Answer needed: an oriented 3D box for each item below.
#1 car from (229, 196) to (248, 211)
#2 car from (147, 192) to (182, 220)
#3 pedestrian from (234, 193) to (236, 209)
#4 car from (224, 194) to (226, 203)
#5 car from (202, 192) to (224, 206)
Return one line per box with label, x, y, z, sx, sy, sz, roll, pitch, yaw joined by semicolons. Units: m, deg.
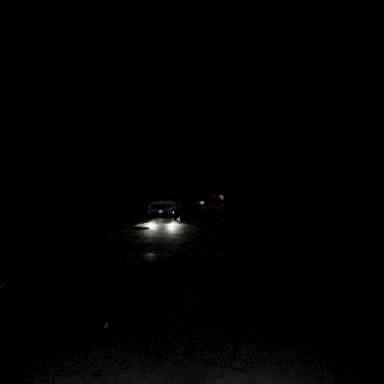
car;5.118;1.173;36.657;1.970;1.475;3.806;0;0;6
car;-2.066;1.022;26.700;2.150;2.045;5.566;0;0;4
pedestrian;5.062;1.031;39.035;0.375;1.860;0.375;-1;1;-9
car;5.012;0.960;61.150;2.150;2.045;5.566;0;0;9
car;3.071;1.084;48.311;2.097;1.767;4.553;0;0;9
